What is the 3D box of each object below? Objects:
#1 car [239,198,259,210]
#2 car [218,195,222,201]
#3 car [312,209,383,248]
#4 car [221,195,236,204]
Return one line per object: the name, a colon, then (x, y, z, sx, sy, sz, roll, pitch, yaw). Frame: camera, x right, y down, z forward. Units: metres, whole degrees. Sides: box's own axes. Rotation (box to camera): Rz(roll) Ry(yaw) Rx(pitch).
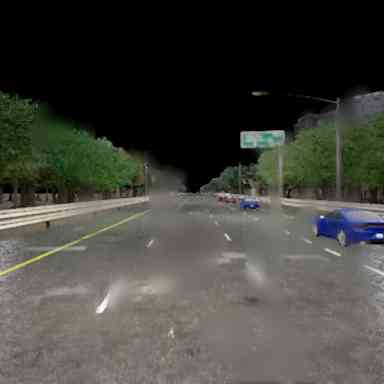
car: (7.086, 1.476, 41.559, 1.882, 1.535, 5.008, 0, 0, 0)
car: (7.235, 1.421, 79.220, 1.882, 1.535, 5.008, 0, 0, 0)
car: (7.010, 1.496, 14.896, 1.882, 1.535, 5.008, 0, 0, 0)
car: (7.172, 1.485, 63.240, 1.812, 1.442, 4.674, 0, 0, 0)
